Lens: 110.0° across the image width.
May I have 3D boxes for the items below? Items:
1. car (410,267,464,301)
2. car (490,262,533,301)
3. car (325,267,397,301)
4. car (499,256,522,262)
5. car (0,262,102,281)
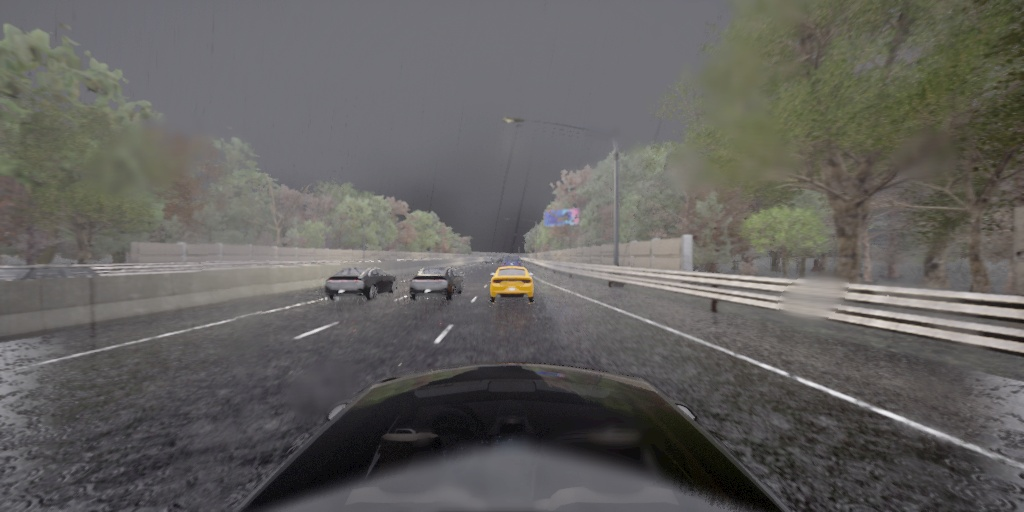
[{"bbox_3d":[-3.504,1.248,17.326,2.128,1.511,4.902,0,0,0],"label":"car"},{"bbox_3d":[-0.002,1.235,17.466,1.882,1.535,5.008,0,0,0],"label":"car"},{"bbox_3d":[-7.000,1.248,17.160,2.128,1.511,4.902,0,0,0],"label":"car"},{"bbox_3d":[-0.001,0.989,40.684,2.150,2.045,5.566,0,0,0],"label":"car"},{"bbox_3d":[-17.500,1.136,12.853,2.097,1.767,4.553,0,0,0],"label":"car"}]
